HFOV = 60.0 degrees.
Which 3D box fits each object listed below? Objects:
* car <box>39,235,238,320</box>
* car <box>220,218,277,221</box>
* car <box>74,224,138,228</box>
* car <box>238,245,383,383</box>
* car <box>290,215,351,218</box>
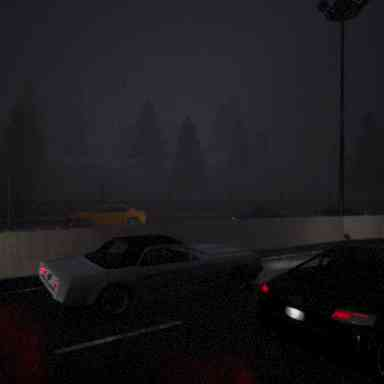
[{"bbox_3d":[-0.681,1.624,7.333,4.718,1.301,1.895,1,0,-33],"label":"car"},{"bbox_3d":[4.061,1.644,22.160,4.674,1.442,1.812,1,0,-26],"label":"car"},{"bbox_3d":[-5.394,1.523,21.030,5.008,1.535,1.882,1,0,-31],"label":"car"},{"bbox_3d":[3.077,1.607,5.494,4.181,1.385,1.994,1,0,-32],"label":"car"},{"bbox_3d":[8.167,1.617,20.291,5.008,1.535,1.882,1,0,-24],"label":"car"}]
